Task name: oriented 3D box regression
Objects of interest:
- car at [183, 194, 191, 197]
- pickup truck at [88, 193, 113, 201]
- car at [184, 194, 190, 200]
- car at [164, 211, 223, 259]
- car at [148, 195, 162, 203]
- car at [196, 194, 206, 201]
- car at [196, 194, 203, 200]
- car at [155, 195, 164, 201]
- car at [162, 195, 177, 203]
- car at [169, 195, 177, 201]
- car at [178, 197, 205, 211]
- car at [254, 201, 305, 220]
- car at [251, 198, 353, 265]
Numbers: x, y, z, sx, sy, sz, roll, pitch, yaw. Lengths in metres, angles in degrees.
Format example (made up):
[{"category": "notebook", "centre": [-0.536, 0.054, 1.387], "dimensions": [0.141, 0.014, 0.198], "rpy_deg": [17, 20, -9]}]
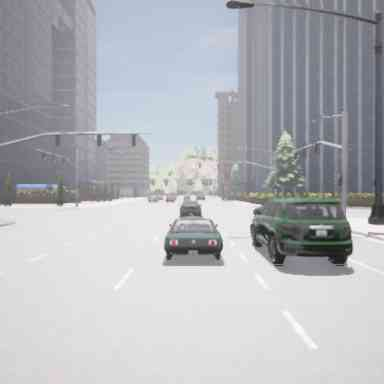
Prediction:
[{"category": "car", "centre": [-1.236, 1.475, 83.009], "dimensions": [2.033, 1.411, 5.357], "rpy_deg": [0, 0, -1]}, {"category": "pickup truck", "centre": [-21.280, 1.005, 77.954], "dimensions": [2.390, 2.098, 6.274], "rpy_deg": [0, 0, 30]}, {"category": "car", "centre": [-1.403, 1.323, 93.625], "dimensions": [1.882, 1.535, 5.008], "rpy_deg": [0, 0, -1]}, {"category": "car", "centre": [0.059, 1.592, 12.518], "dimensions": [1.895, 1.301, 4.718], "rpy_deg": [0, 0, 0]}, {"category": "car", "centre": [-8.010, 1.474, 68.563], "dimensions": [2.128, 1.511, 4.902], "rpy_deg": [0, 0, -1]}, {"category": "car", "centre": [2.258, 1.292, 83.398], "dimensions": [2.097, 1.767, 4.553], "rpy_deg": [0, 0, -1]}, {"category": "car", "centre": [2.097, 1.323, 93.679], "dimensions": [1.882, 1.535, 5.008], "rpy_deg": [0, 0, -1]}, {"category": "car", "centre": [-8.267, 1.423, 84.961], "dimensions": [1.812, 1.442, 4.674], "rpy_deg": [0, 0, -1]}, {"category": "car", "centre": [-4.510, 1.431, 68.610], "dimensions": [1.882, 1.535, 5.008], "rpy_deg": [0, 0, -1]}, {"category": "car", "centre": [-4.767, 1.494, 84.985], "dimensions": [1.895, 1.301, 4.718], "rpy_deg": [0, 0, -1]}, {"category": "car", "centre": [-0.147, 1.487, 29.203], "dimensions": [1.837, 1.490, 4.892], "rpy_deg": [0, 1, -1]}, {"category": "car", "centre": [7.463, 1.545, 28.251], "dimensions": [4.181, 1.385, 1.994], "rpy_deg": [0, 0, -37]}, {"category": "car", "centre": [3.555, 1.213, 11.760], "dimensions": [2.150, 2.045, 5.566], "rpy_deg": [0, 0, 0]}]
